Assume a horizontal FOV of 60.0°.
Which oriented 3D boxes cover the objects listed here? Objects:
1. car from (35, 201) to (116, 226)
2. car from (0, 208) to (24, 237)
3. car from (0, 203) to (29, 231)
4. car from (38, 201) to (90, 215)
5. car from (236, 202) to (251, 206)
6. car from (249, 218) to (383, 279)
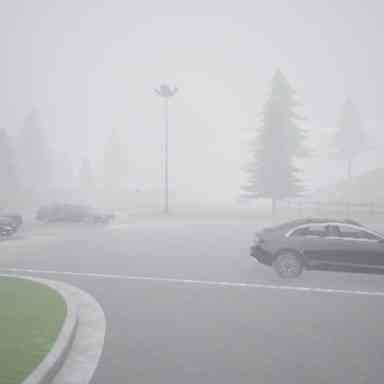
[{"bbox_3d":[-7.998,1.540,22.870,5.357,1.411,2.033,0,0,14],"label":"car"},{"bbox_3d":[-11.005,1.510,16.410,4.892,1.490,1.837,-1,0,14],"label":"car"},{"bbox_3d":[-12.865,1.480,20.490,5.008,1.535,1.882,0,0,14],"label":"car"},{"bbox_3d":[-12.752,1.591,33.454,4.718,1.301,1.895,0,0,-15],"label":"car"},{"bbox_3d":[8.172,1.443,52.291,1.837,1.490,4.892,2,1,17],"label":"car"},{"bbox_3d":[4.023,1.477,9.003,4.902,1.511,2.128,0,0,14],"label":"car"}]
